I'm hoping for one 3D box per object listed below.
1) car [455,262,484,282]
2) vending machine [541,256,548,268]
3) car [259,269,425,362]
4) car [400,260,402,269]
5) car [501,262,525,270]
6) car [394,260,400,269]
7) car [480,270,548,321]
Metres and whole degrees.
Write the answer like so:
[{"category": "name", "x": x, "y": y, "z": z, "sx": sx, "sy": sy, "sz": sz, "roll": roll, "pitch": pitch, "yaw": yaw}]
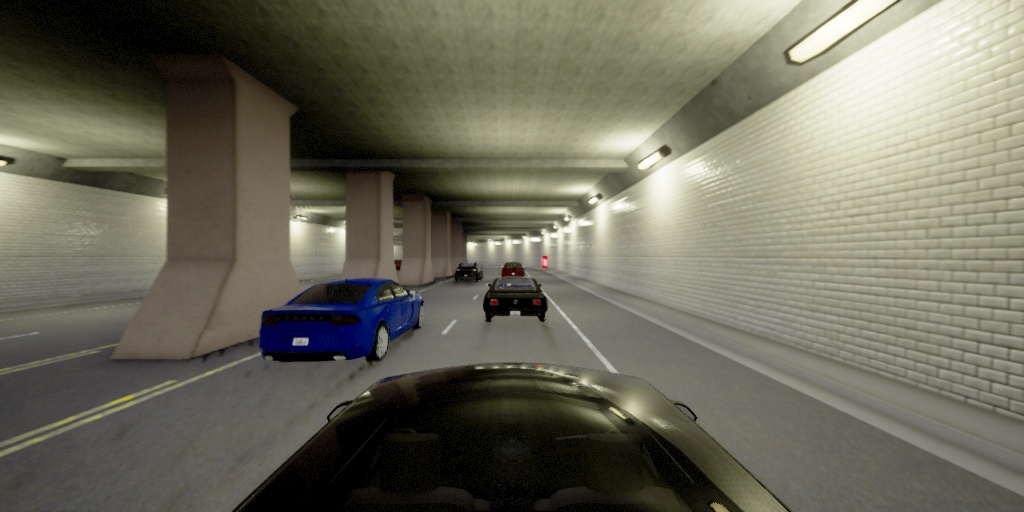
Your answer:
[{"category": "car", "x": -3.401, "y": 1.242, "z": 28.799, "sx": 2.128, "sy": 1.511, "sz": 4.902, "roll": 0, "pitch": 0, "yaw": 0}, {"category": "vending machine", "x": 5.077, "y": 0.946, "z": 55.743, "sx": 1.100, "sy": 2.100, "sz": 0.880, "roll": 0, "pitch": 0, "yaw": -7}, {"category": "car", "x": -3.401, "y": 1.228, "z": 8.240, "sx": 1.882, "sy": 1.535, "sz": 5.008, "roll": 0, "pitch": 0, "yaw": 0}, {"category": "car", "x": -10.654, "y": 1.227, "z": 40.346, "sx": 1.882, "sy": 1.535, "sz": 5.008, "roll": 0, "pitch": 0, "yaw": -1}, {"category": "car", "x": 0.097, "y": 1.228, "z": 30.449, "sx": 1.882, "sy": 1.535, "sz": 5.008, "roll": 0, "pitch": 0, "yaw": 0}, {"category": "car", "x": -14.249, "y": 1.227, "z": 44.945, "sx": 1.882, "sy": 1.535, "sz": 5.008, "roll": 0, "pitch": 0, "yaw": -2}, {"category": "car", "x": 0.100, "y": 1.351, "z": 12.421, "sx": 1.895, "sy": 1.301, "sz": 4.718, "roll": 0, "pitch": 0, "yaw": 0}]
